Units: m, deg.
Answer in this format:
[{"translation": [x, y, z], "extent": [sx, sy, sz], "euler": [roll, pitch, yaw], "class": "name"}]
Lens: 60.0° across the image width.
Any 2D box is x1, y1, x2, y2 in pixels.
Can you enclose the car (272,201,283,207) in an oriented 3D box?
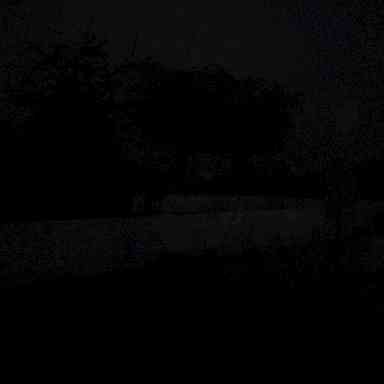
[{"translation": [7.671, 1.256, 32.399], "extent": [2.128, 1.511, 4.902], "euler": [2, 0, -36], "class": "car"}]
